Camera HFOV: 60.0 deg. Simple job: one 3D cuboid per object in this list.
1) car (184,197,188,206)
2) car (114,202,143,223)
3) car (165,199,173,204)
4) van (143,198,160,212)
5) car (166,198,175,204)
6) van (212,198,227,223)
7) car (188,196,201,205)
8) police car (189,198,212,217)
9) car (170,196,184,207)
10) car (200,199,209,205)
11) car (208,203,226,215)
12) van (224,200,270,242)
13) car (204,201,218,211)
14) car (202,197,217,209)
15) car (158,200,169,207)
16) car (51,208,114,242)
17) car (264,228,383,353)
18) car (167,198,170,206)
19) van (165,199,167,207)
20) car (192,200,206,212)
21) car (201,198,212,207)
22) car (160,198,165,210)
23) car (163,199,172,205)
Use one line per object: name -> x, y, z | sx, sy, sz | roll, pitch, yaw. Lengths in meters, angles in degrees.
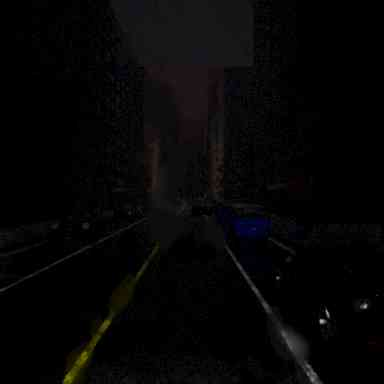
car -> -0.005, 1.921, 71.865 | 2.097, 1.767, 4.553 | 0, -1, 0
car -> -5.672, 1.714, 28.242 | 1.967, 1.590, 4.097 | 0, -1, 0
car -> -5.675, 2.398, 83.251 | 1.802, 1.307, 4.206 | 0, -1, 0
van -> -5.673, 1.774, 44.747 | 1.690, 1.788, 3.998 | 0, -1, 0
car -> -5.676, 2.312, 88.754 | 1.967, 1.590, 4.097 | 0, -1, 0
van -> 2.854, 1.615, 28.243 | 1.690, 1.788, 3.998 | 0, -1, 0
car -> 0.896, 1.854, 51.890 | 2.097, 1.767, 4.553 | 0, -1, 0
police car -> 0.897, 1.775, 36.030 | 1.930, 1.638, 5.238 | 0, -1, 0
car -> -3.016, 2.141, 65.708 | 1.837, 1.490, 4.892 | 0, 0, 0
car -> 2.850, 2.310, 77.751 | 2.008, 1.369, 4.403 | 0, -1, 0
car -> 2.853, 1.962, 39.243 | 1.802, 1.307, 4.206 | 0, -1, 0
van -> 2.854, 1.509, 17.241 | 1.690, 1.788, 3.998 | 0, -1, 0
car -> 2.853, 2.068, 50.245 | 1.802, 1.307, 4.206 | 0, -1, 0
car -> 2.852, 1.856, 55.749 | 2.192, 1.841, 5.009 | 0, -1, 0
car -> -5.674, 2.232, 66.748 | 1.802, 1.307, 4.206 | 0, -1, 0
car -> -5.671, 1.608, 17.239 | 1.967, 1.590, 4.097 | 0, -1, 0
car -> 2.856, 1.627, 6.236 | 1.947, 1.339, 4.313 | 0, -1, 0
car -> -5.673, 2.161, 61.247 | 1.947, 1.339, 4.313 | 0, -1, 0
van -> -5.674, 1.882, 55.748 | 1.690, 1.788, 3.998 | 0, -1, 0
car -> 0.897, 1.922, 45.919 | 1.882, 1.535, 5.008 | 0, -1, 0
car -> 2.851, 2.090, 66.750 | 1.967, 1.590, 4.097 | 0, -1, 0
car -> -5.673, 2.038, 50.245 | 2.008, 1.369, 4.403 | 0, -1, 0
car -> -5.675, 2.326, 77.750 | 1.947, 1.339, 4.313 | 0, -1, 0
